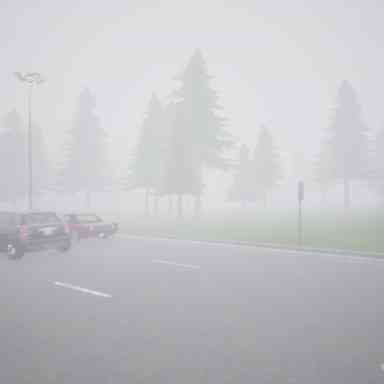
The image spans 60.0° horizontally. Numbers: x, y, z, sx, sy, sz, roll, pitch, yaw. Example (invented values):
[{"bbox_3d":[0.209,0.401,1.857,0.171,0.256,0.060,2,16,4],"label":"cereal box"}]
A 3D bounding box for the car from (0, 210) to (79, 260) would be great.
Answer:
[{"bbox_3d":[-6.863,1.475,13.157,4.553,1.767,2.097,0,0,36],"label":"car"}]

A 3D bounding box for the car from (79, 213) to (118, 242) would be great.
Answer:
[{"bbox_3d":[-6.026,1.735,16.868,4.718,1.301,1.895,-1,0,36],"label":"car"}]
